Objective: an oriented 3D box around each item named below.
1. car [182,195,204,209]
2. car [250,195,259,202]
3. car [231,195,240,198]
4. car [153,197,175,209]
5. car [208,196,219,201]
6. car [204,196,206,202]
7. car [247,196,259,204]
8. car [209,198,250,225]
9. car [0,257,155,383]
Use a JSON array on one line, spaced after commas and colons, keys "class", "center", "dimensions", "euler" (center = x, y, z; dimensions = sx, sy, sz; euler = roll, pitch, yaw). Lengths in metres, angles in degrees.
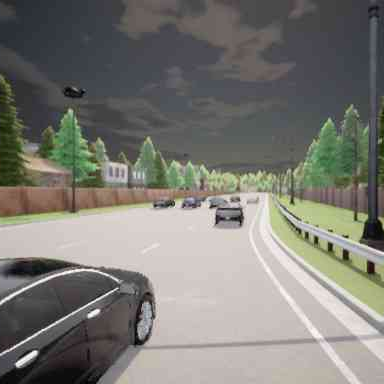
[{"class": "car", "center": [-0.061, 1.419, 43.356], "dimensions": [1.812, 1.442, 4.674], "euler": [0, 0, 13]}, {"class": "car", "center": [13.722, 1.417, 72.898], "dimensions": [1.895, 1.301, 4.718], "euler": [0, 0, 13]}, {"class": "car", "center": [8.575, 1.331, 65.580], "dimensions": [2.128, 1.511, 4.902], "euler": [0, 0, 13]}, {"class": "car", "center": [-3.586, 1.384, 43.631], "dimensions": [2.128, 1.511, 4.902], "euler": [0, 0, 13]}, {"class": "car", "center": [3.578, 1.456, 43.570], "dimensions": [1.994, 1.385, 4.181], "euler": [0, 0, 13]}, {"class": "car", "center": [1.795, 1.327, 67.332], "dimensions": [2.128, 1.511, 4.902], "euler": [0, 0, 13]}, {"class": "car", "center": [10.935, 1.378, 60.224], "dimensions": [1.812, 1.442, 4.674], "euler": [0, 0, 12]}, {"class": "car", "center": [2.756, 1.433, 23.522], "dimensions": [2.128, 1.511, 4.902], "euler": [0, 0, 11]}, {"class": "car", "center": [-1.897, 1.496, 3.649], "dimensions": [1.837, 1.490, 4.892], "euler": [0, 0, 13]}]
